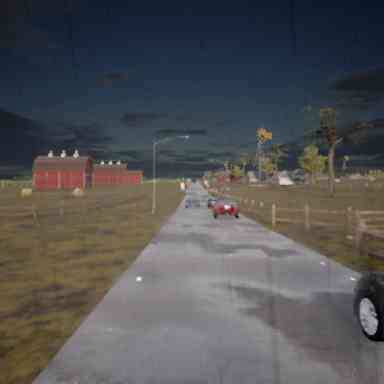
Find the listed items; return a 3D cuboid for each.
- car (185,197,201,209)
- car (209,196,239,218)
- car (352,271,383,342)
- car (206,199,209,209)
[{"bbox_3d":[0.082,1.322,41.858,2.033,1.411,5.357,0,1,0],"label":"car"},{"bbox_3d":[2.860,1.287,29.578,2.097,1.767,4.553,0,1,1],"label":"car"},{"bbox_3d":[3.577,1.514,3.608,1.837,1.490,4.892,0,0,0],"label":"car"},{"bbox_3d":[2.856,1.277,41.586,2.128,1.511,4.902,0,1,1],"label":"car"}]
